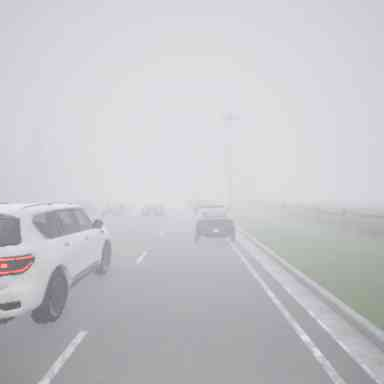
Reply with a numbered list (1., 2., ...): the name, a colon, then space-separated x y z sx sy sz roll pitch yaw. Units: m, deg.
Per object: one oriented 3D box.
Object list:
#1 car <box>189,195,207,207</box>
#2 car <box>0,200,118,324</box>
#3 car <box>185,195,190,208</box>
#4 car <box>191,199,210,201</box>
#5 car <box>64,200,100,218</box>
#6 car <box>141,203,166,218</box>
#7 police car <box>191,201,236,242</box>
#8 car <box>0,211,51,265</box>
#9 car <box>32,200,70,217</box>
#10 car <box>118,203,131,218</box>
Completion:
1. car: 1.048 1.434 32.796 2.097 1.767 4.553 0 0 0
2. car: -3.400 1.240 7.342 2.150 2.045 5.566 0 0 0
3. car: -0.002 1.604 49.780 1.882 1.535 5.008 0 0 0
4. car: 1.048 1.574 26.825 1.837 1.490 4.892 0 0 0
5. car: -10.401 1.585 31.881 1.837 1.490 4.892 0 0 0
6. car: -3.401 1.678 30.585 1.895 1.301 4.718 0 0 0
7. police car: 1.049 1.468 16.935 1.930 1.638 5.238 0 0 0
8. car: -6.901 1.534 11.613 1.837 1.490 4.892 0 0 0
9. car: -13.901 1.609 33.050 1.812 1.442 4.674 0 0 0
10. car: -6.900 1.678 30.584 1.895 1.301 4.718 0 0 0
